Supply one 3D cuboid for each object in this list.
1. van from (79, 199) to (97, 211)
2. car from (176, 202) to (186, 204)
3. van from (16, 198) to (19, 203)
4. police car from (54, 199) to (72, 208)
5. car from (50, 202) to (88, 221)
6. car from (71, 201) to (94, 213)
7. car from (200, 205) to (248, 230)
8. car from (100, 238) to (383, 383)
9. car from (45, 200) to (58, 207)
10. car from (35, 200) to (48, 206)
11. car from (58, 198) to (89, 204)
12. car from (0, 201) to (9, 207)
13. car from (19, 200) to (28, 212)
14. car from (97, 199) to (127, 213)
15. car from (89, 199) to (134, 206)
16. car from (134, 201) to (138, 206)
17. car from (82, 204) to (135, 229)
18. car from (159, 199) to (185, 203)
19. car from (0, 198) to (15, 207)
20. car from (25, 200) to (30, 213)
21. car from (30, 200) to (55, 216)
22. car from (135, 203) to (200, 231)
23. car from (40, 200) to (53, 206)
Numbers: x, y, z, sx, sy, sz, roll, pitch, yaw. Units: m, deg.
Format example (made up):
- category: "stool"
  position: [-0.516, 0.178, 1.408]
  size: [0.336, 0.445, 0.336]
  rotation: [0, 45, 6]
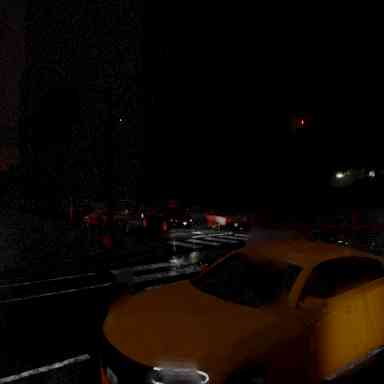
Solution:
- category: "van"
  position: [-17.042, 2.038, 54.383]
  size: [1.690, 1.788, 3.998]
  rotation: [-1, 0, -35]
- category: "car"
  position: [0.622, 1.829, 29.487]
  size: [1.887, 1.381, 4.507]
  rotation: [-1, 0, -35]
- category: "van"
  position: [-26.157, 2.123, 52.427]
  size: [1.690, 1.788, 3.998]
  rotation: [-1, 0, -35]
- category: "police car"
  position: [-25.432, 2.307, 65.456]
  size: [1.930, 1.638, 5.238]
  rotation: [0, -1, -35]
- category: "car"
  position: [-11.996, 2.004, 32.518]
  size: [2.008, 1.369, 4.403]
  rotation: [-1, 0, -35]
- category: "car"
  position: [-15.938, 2.135, 48.196]
  size: [1.837, 1.490, 4.892]
  rotation: [0, -1, -35]
- category: "car"
  position: [1.592, 1.822, 23.084]
  size: [1.895, 1.301, 4.718]
  rotation: [0, 0, -34]
- category: "car"
  position: [1.277, 1.477, 4.600]
  size: [5.008, 1.535, 1.882]
  rotation: [0, 0, -36]
- category: "car"
  position: [-31.710, 2.595, 74.954]
  size: [1.947, 1.339, 4.313]
  rotation: [-1, 0, -35]
- category: "car"
  position: [-37.740, 2.710, 83.434]
  size: [2.008, 1.369, 4.403]
  rotation: [-1, 0, -35]
- category: "car"
  position: [-14.281, 1.766, 40.362]
  size: [2.150, 2.045, 5.566]
  rotation: [0, 0, -35]
- category: "car"
  position: [-44.383, 2.771, 78.066]
  size: [1.802, 1.307, 4.206]
  rotation: [-1, 0, -35]
- category: "car"
  position: [-23.324, 2.157, 48.445]
  size: [1.967, 1.590, 4.097]
  rotation: [-1, 0, -35]
- category: "car"
  position: [-11.156, 1.875, 46.084]
  size: [2.192, 1.841, 5.009]
  rotation: [-1, 0, -35]
- category: "car"
  position: [-7.565, 1.741, 30.900]
  size: [2.097, 1.767, 4.553]
  rotation: [0, -1, -35]
- category: "car"
  position: [-5.264, 2.005, 37.786]
  size: [1.802, 1.307, 4.206]
  rotation: [-1, 0, -35]
- category: "car"
  position: [-6.236, 1.843, 24.416]
  size: [1.752, 1.417, 4.829]
  rotation: [-1, 0, -35]
- category: "car"
  position: [-2.327, 1.669, 33.637]
  size: [2.192, 1.841, 5.009]
  rotation: [-1, 0, -35]
- category: "car"
  position: [-41.268, 2.666, 73.684]
  size: [1.887, 1.381, 4.507]
  rotation: [-1, 0, -35]
- category: "car"
  position: [-20.491, 2.196, 44.463]
  size: [1.887, 1.381, 4.507]
  rotation: [-1, 0, -35]
- category: "car"
  position: [-17.664, 1.901, 40.482]
  size: [2.192, 1.841, 5.009]
  rotation: [-1, 0, -35]
- category: "car"
  position: [-1.807, 1.759, 22.839]
  size: [1.837, 1.490, 4.892]
  rotation: [0, -1, -35]
- category: "car"
  position: [-34.726, 2.660, 79.195]
  size: [1.947, 1.339, 4.313]
  rotation: [-1, 0, -35]
